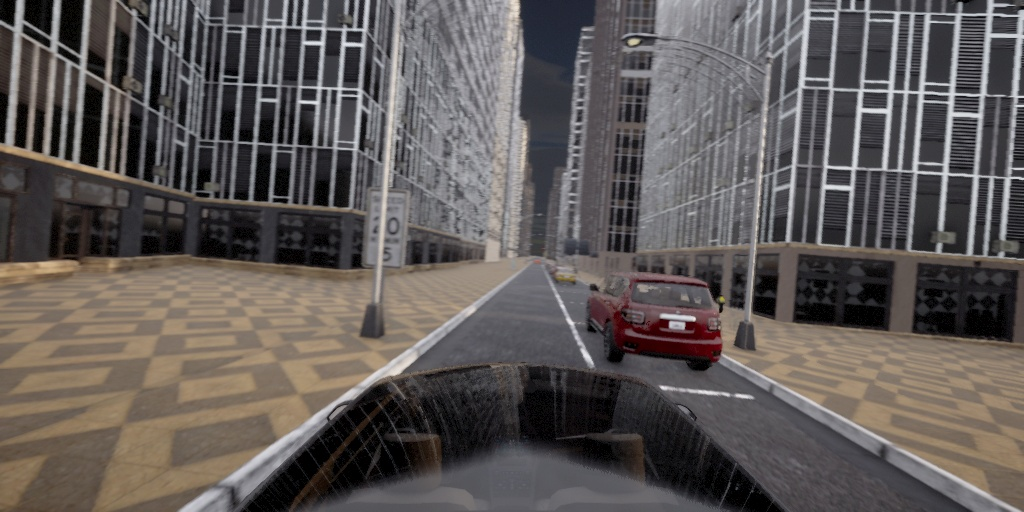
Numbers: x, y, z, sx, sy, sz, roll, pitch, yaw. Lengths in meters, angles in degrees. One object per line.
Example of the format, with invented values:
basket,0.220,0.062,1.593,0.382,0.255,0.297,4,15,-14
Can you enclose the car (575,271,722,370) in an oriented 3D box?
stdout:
car,2.965,1.295,8.616,2.192,1.841,5.009,0,0,4

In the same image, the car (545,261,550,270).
car,5.682,1.695,47.146,2.007,1.370,4.403,0,0,4

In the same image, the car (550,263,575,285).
car,4.468,1.595,30.707,1.751,1.417,4.829,0,0,4

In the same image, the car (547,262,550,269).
car,5.273,1.702,41.610,1.802,1.307,4.207,0,0,4

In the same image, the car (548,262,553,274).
car,4.864,1.640,36.074,1.888,1.381,4.507,0,0,4
